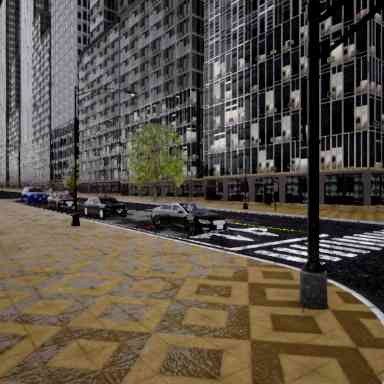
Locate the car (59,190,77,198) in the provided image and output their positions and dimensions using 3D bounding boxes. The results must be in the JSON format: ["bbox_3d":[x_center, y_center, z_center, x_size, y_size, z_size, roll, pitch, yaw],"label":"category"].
[{"bbox_3d":[-23.268,0.360,62.284,1.812,1.442,4.674,0,1,-38],"label":"car"}]

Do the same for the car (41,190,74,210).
[{"bbox_3d":[-12.888,0.883,32.881,2.128,1.511,4.902,0,1,-38],"label":"car"}]

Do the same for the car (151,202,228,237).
[{"bbox_3d":[-0.254,1.257,16.790,2.128,1.511,4.902,0,1,-38],"label":"car"}]

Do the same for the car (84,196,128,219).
[{"bbox_3d":[-6.467,1.086,24.689,1.837,1.490,4.892,0,1,-38],"label":"car"}]

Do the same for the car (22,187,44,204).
[{"bbox_3d":[-19.761,0.406,41.753,2.150,2.045,5.566,0,1,-38],"label":"car"}]
